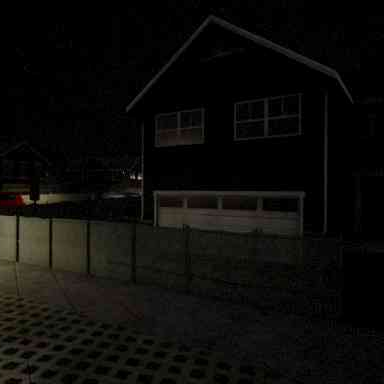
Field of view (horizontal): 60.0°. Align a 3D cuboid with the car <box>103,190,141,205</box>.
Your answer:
[{"bbox_3d":[-8.026,0.774,38.721,2.150,2.045,5.566,0,1,23],"label":"car"}]

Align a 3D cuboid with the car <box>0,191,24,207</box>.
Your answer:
[{"bbox_3d":[-15.011,0.983,24.115,2.150,2.045,5.566,0,1,26],"label":"car"}]

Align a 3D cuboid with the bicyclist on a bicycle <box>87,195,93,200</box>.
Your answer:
[{"bbox_3d":[-7.784,1.047,25.400,1.656,1.620,0.582,0,1,27],"label":"bicyclist on a bicycle"}]
